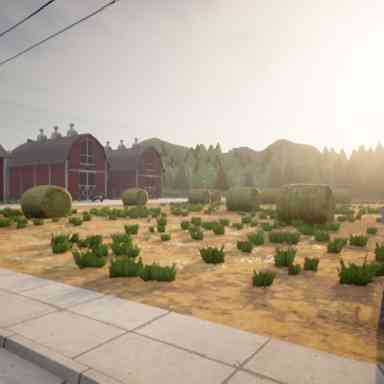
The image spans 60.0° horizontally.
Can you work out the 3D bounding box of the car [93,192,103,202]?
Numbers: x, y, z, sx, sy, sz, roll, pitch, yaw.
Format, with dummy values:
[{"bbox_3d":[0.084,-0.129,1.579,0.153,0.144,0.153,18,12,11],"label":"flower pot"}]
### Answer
[{"bbox_3d":[-19.650,1.103,69.803,1.905,1.878,3.866,6,1,-10],"label":"car"}]
